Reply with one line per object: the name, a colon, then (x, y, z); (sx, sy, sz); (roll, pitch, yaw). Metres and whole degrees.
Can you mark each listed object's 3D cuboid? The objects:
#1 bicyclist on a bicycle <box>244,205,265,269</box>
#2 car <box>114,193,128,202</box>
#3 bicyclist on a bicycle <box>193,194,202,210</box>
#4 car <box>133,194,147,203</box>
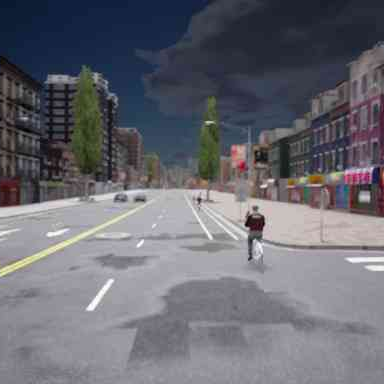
bicyclist on a bicycle: (1.808, 1.242, 9.713); (0.659, 1.776, 1.843); (0, 1, -2)
car: (-11.888, 0.927, 55.895); (1.837, 1.490, 4.892); (0, 1, -2)
bicyclist on a bicycle: (0.799, 1.188, 37.529); (0.659, 1.776, 1.843); (0, 1, -2)
car: (-8.641, 0.992, 56.015); (2.033, 1.411, 5.357); (0, 1, -2)
